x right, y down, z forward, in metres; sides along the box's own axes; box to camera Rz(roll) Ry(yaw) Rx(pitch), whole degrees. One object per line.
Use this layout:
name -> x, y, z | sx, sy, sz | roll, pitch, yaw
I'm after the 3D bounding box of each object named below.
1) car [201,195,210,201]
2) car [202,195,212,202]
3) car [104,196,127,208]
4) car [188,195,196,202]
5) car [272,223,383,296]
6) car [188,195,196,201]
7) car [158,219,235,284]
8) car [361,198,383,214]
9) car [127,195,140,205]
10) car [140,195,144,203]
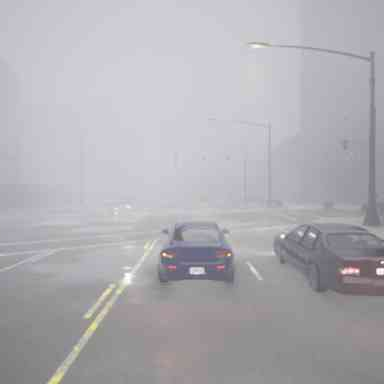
car -> 3.455, 1.556, 85.628 | 2.033, 1.411, 5.357 | 0, 0, 0
car -> 3.461, 1.511, 75.675 | 1.994, 1.385, 4.181 | 0, 0, 0
car -> -10.592, 1.335, 45.498 | 1.812, 1.442, 4.674 | 0, 0, 0
car -> -0.039, 1.427, 74.376 | 1.882, 1.535, 5.008 | 0, 0, 0
car -> 3.605, 1.528, 8.759 | 2.033, 1.411, 5.357 | 0, 0, 0
car -> -0.045, 1.537, 84.825 | 1.895, 1.301, 4.718 | 0, 0, 0
car -> 0.103, 1.502, 9.406 | 1.812, 1.442, 4.674 | 0, 0, 0
car -> 19.014, 1.296, 32.108 | 5.008, 1.535, 1.882 | 0, 1, 1
car -> -10.589, 1.333, 55.277 | 2.128, 1.511, 4.902 | 0, 0, 0
car -> -10.558, 1.377, 65.430 | 1.882, 1.535, 5.008 | 0, 0, 0
